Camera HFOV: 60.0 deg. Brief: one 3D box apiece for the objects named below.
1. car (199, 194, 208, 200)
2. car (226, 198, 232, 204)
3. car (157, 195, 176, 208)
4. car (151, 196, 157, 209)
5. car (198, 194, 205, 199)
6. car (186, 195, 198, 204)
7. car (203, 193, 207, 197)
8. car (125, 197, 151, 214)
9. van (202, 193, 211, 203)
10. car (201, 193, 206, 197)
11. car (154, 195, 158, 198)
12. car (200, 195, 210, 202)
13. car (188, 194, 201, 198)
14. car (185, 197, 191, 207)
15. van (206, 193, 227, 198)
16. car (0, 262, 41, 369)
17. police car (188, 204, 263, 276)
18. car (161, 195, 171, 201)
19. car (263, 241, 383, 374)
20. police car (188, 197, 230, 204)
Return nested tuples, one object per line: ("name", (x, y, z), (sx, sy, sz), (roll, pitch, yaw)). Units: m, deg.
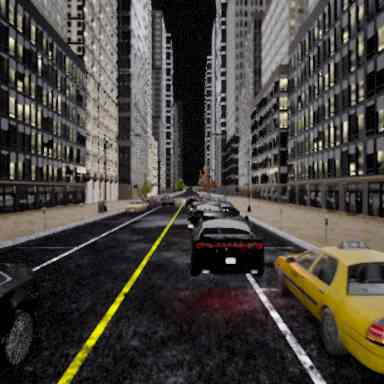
("car", (2.703, 1.246, 79.640), (2.008, 1.369, 4.403), (0, 0, 0))
("car", (2.692, 1.463, 28.411), (1.947, 1.339, 4.313), (0, 0, 0))
("car", (-3.084, 1.439, 44.182), (1.895, 1.301, 4.718), (0, 0, 0))
("car", (-5.686, 1.437, 39.812), (1.802, 1.307, 4.206), (0, 0, 0))
("car", (2.705, 1.228, 91.026), (1.802, 1.307, 4.206), (0, 0, 0))
("car", (0.012, 1.318, 61.363), (2.033, 1.411, 5.357), (0, 0, 0))
("car", (2.694, 1.295, 39.795), (1.967, 1.590, 4.097), (0, 0, 0))
("car", (-5.687, 1.402, 33.949), (1.752, 1.417, 4.829), (0, 0, 0))
("van", (2.698, 1.107, 62.563), (1.690, 1.788, 3.998), (0, 0, 0))
("car", (2.698, 1.371, 56.871), (1.802, 1.307, 4.206), (0, 0, 0))
("car", (-5.685, 1.251, 51.195), (1.967, 1.590, 4.097), (0, 0, 0))
("car", (2.700, 1.287, 68.256), (1.887, 1.381, 4.507), (0, 0, 0))
("car", (0.012, 1.354, 46.729), (1.812, 1.442, 4.674), (0, 0, 0))
("car", (0.699, 1.411, 26.285), (1.837, 1.490, 4.892), (0, 0, 4))
("van", (2.692, 1.217, 34.102), (1.690, 1.788, 3.998), (0, 0, 0))
("car", (-3.099, 1.481, 2.874), (2.128, 1.511, 4.902), (0, 0, 0))
("police car", (0.902, 1.388, 10.331), (1.930, 1.638, 5.238), (0, 0, 0))
("car", (-5.679, 1.285, 73.963), (1.947, 1.339, 4.313), (0, 0, 0))
("car", (2.688, 1.504, 5.813), (1.752, 1.417, 4.829), (0, 0, 0))
("police car", (0.904, 1.352, 20.332), (1.930, 1.638, 5.238), (0, 0, 0))
